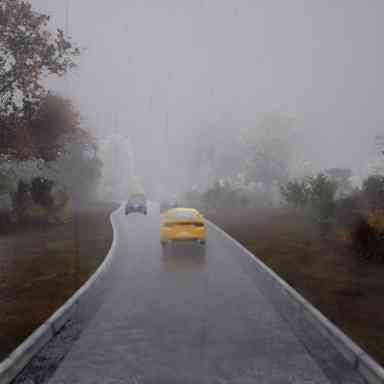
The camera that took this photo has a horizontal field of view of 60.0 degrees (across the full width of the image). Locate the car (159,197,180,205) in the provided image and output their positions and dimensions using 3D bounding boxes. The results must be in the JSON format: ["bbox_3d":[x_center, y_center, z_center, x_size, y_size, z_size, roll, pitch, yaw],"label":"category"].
[{"bbox_3d":[-2.385,1.363,35.710,2.097,1.767,4.553,0,0,-7],"label":"car"}]

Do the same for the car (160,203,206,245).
[{"bbox_3d":[-0.450,1.482,15.607,1.882,1.535,5.008,0,0,-3],"label":"car"}]

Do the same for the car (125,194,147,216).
[{"bbox_3d":[-5.567,1.363,33.367,2.097,1.767,4.553,0,0,-8],"label":"car"}]

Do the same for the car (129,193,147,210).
[{"bbox_3d":[-7.203,1.236,44.389,2.150,2.045,5.566,0,0,-9],"label":"car"}]
